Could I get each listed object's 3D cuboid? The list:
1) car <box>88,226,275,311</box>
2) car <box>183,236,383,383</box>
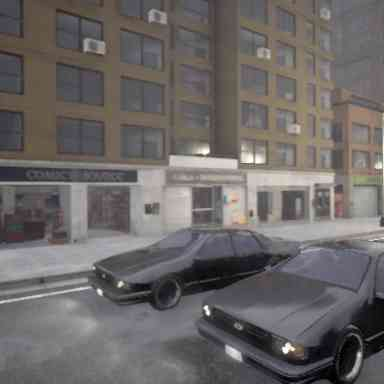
[{"bbox_3d":[0.410,1.549,7.957,5.357,1.411,2.033,0,0,-34],"label":"car"},{"bbox_3d":[2.681,1.549,5.526,5.357,1.411,2.033,0,0,-35],"label":"car"}]
